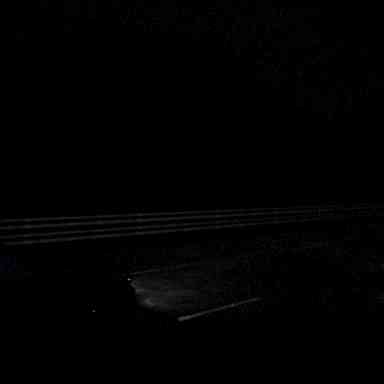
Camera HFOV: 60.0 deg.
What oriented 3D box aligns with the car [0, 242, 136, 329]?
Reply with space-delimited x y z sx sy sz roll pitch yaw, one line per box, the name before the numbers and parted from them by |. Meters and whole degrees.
car | -3.683 1.528 5.421 5.357 1.411 2.033 1 -1 -36
